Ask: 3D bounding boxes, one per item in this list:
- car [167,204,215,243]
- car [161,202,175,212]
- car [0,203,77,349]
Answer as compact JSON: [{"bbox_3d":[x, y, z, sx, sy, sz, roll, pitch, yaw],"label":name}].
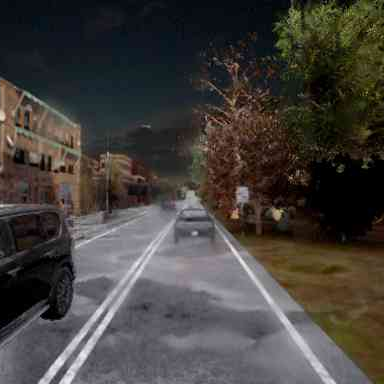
[{"bbox_3d":[0.116,1.554,16.461,2.128,1.511,4.902,0,0,0],"label":"car"},{"bbox_3d":[-3.215,2.055,46.767,1.895,1.301,4.718,0,-1,1],"label":"car"},{"bbox_3d":[-3.348,1.226,4.432,2.150,2.045,5.566,0,0,0],"label":"car"}]
